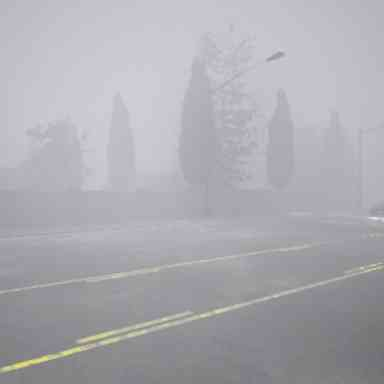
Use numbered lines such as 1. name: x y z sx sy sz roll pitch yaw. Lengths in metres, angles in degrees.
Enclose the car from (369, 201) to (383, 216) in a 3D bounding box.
1. car: 17.800 1.514 30.150 4.181 1.385 1.994 0 0 -41
